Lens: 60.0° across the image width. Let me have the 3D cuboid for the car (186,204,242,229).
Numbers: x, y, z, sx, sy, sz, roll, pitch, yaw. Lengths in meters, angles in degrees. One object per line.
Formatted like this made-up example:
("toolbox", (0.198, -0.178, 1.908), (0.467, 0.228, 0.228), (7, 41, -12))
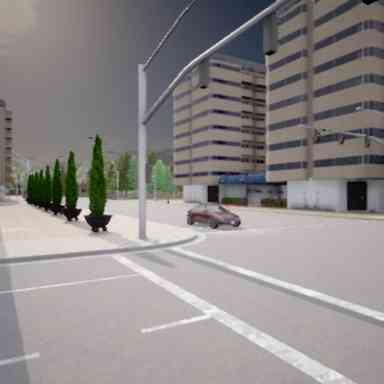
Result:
("car", (1.269, 1.529, 21.705), (1.812, 1.442, 4.674), (0, 0, -30))
